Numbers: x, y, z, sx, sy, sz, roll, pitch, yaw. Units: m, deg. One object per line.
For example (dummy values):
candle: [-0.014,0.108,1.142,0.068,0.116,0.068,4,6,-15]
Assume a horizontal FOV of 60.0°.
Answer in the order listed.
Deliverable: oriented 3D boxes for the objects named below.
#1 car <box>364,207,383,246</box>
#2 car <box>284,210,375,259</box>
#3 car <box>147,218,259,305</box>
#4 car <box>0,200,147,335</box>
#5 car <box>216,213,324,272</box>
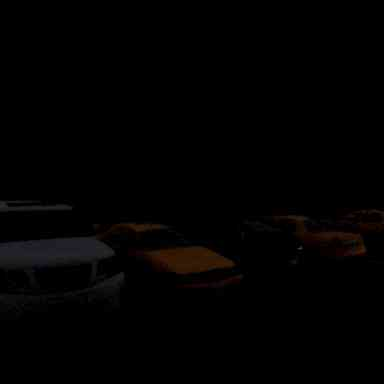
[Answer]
car: [7.908,1.478,15.292,1.946,1.575,5.366,0,0,-35]
car: [3.285,1.475,12.004,1.946,1.575,5.366,0,0,-35]
car: [-1.024,1.475,8.483,1.946,1.575,5.366,0,0,-35]
car: [-3.378,1.226,7.001,2.435,2.045,5.566,0,0,-35]
car: [1.134,1.479,10.238,2.231,1.521,4.892,0,0,-35]
